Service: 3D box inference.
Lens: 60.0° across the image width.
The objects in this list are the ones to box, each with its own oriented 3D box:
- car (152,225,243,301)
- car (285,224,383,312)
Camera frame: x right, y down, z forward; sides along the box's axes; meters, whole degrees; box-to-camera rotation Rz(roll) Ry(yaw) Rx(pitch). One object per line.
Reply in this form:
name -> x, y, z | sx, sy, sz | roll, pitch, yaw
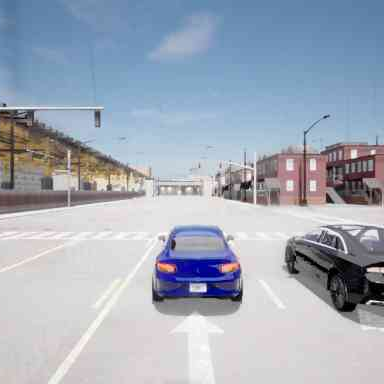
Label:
car -> 0.107, 1.526, 8.180 | 1.812, 1.442, 4.674 | 0, 0, 0
car -> 3.610, 1.492, 7.687 | 2.128, 1.511, 4.902 | 0, 0, -1
